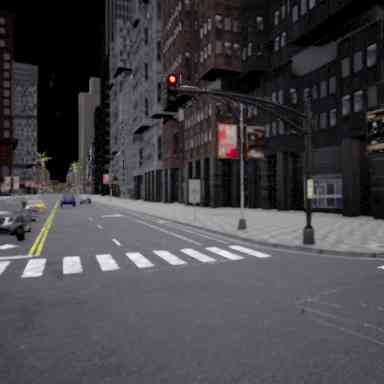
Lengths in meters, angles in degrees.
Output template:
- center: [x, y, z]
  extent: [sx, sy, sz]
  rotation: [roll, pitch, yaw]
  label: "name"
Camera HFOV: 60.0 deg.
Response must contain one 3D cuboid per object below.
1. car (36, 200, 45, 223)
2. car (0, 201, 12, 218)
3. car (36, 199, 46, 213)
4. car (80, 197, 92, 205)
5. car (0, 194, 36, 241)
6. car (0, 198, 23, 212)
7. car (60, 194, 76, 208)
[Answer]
- center: [-13.118, 1.607, 26.334]
  extent: [2.033, 1.411, 5.357]
  rotation: [0, 0, -21]
  label: "car"
- center: [-18.826, 1.641, 32.107]
  extent: [1.994, 1.385, 4.181]
  rotation: [0, 0, -20]
  label: "car"
- center: [-16.697, 1.552, 35.585]
  extent: [1.882, 1.535, 5.008]
  rotation: [0, 0, -21]
  label: "car"
- center: [-19.758, 1.604, 61.932]
  extent: [1.812, 1.442, 4.674]
  rotation: [0, 0, -21]
  label: "car"
- center: [-9.411, 1.263, 16.777]
  extent: [2.150, 2.045, 5.566]
  rotation: [0, 0, -21]
  label: "car"
- center: [-22.417, 1.566, 41.424]
  extent: [1.882, 1.535, 5.008]
  rotation: [0, 0, -21]
  label: "car"
- center: [-19.214, 1.303, 51.563]
  extent: [2.150, 2.045, 5.566]
  rotation: [0, 0, -21]
  label: "car"
